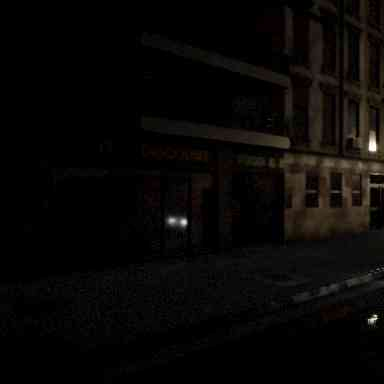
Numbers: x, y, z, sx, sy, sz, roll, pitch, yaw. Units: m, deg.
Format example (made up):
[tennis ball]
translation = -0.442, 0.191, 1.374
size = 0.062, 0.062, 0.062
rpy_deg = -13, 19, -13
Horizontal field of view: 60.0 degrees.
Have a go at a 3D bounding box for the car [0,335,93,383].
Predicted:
[car]
translation = -2.743, 1.507, 1.060
size = 4.892, 1.490, 1.837
rpy_deg = 0, 0, -34
